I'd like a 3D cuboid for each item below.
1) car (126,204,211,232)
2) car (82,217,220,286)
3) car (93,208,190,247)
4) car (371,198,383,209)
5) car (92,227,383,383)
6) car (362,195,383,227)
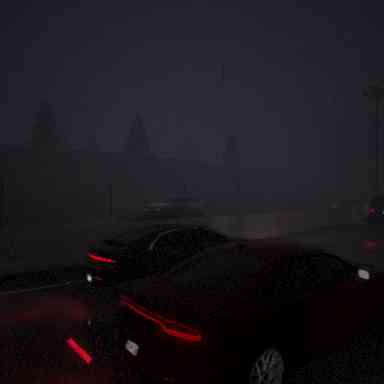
[{"bbox_3d":[-1.357,1.547,21.291,5.357,1.411,2.033,0,0,-43],"label":"car"},{"bbox_3d":[-0.196,1.505,8.293,4.892,1.490,1.837,0,0,-38],"label":"car"},{"bbox_3d":[-2.320,1.564,15.844,4.181,1.385,1.994,0,0,-41],"label":"car"},{"bbox_3d":[26.664,1.564,46.310,1.994,1.385,4.181,0,0,42],"label":"car"},{"bbox_3d":[1.322,1.478,5.010,5.008,1.535,1.882,0,0,-38],"label":"car"},{"bbox_3d":[12.416,1.222,20.112,2.150,2.045,5.566,0,0,43],"label":"car"}]
